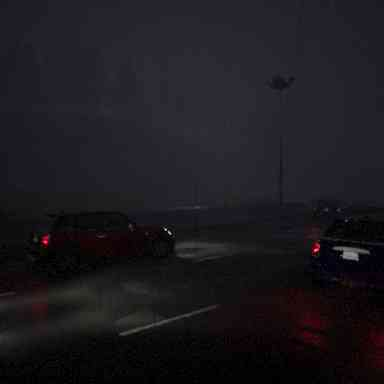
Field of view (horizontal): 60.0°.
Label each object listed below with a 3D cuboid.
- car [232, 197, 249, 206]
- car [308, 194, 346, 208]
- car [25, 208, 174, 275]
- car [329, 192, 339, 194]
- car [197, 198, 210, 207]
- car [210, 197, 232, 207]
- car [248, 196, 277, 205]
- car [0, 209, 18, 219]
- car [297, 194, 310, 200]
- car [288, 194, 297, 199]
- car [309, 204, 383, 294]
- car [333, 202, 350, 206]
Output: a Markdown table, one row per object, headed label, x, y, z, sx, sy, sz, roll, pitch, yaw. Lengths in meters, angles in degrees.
| label | x | y | z | sx | sy | sz | roll | pitch | yaw |
| --- | --- | --- | --- | --- | --- | --- | --- | --- | --- |
| car | 7.822 | 1.388 | 45.598 | 1.882 | 1.535 | 5.008 | 0 | 0 | 34 |
| car | 10.692 | 1.262 | 24.948 | 2.097 | 1.767 | 4.553 | 0 | 0 | 37 |
| car | -2.799 | 1.362 | 10.821 | 4.553 | 1.767 | 2.097 | 0 | 0 | -38 |
| car | 32.379 | 0.923 | 76.096 | 2.150 | 2.045 | 5.566 | 0 | 0 | 34 |
| car | 2.767 | 1.540 | 50.639 | 1.895 | 1.301 | 4.718 | 0 | 0 | 34 |
| car | 5.051 | 1.404 | 47.742 | 1.882 | 1.535 | 5.008 | 0 | 0 | 34 |
| car | 9.042 | 1.470 | 41.111 | 1.994 | 1.385 | 4.181 | 0 | 0 | 34 |
| car | -13.126 | 1.633 | 20.680 | 4.181 | 1.385 | 1.994 | 0 | 0 | -38 |
| car | 28.254 | 1.233 | 82.537 | 1.994 | 1.385 | 4.181 | 0 | 0 | 34 |
| car | 26.538 | 1.230 | 86.280 | 1.895 | 1.301 | 4.718 | 0 | 0 | 34 |
| car | 4.838 | 1.315 | 8.212 | 4.553 | 1.767 | 2.097 | 0 | 0 | -42 |
| car | 9.469 | 1.429 | 17.863 | 1.837 | 1.490 | 4.892 | 0 | 0 | 41 |
